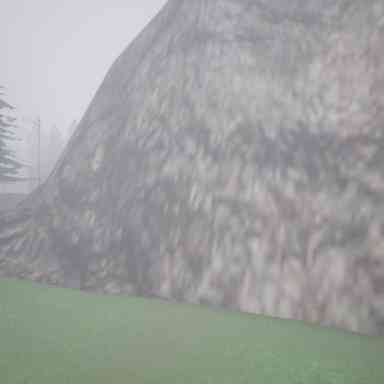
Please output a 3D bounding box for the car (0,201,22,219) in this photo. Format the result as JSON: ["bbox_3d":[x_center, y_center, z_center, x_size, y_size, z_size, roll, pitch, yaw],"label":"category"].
[{"bbox_3d":[-16.242,1.491,26.664,2.128,1.511,4.902,0,0,29],"label":"car"}]
